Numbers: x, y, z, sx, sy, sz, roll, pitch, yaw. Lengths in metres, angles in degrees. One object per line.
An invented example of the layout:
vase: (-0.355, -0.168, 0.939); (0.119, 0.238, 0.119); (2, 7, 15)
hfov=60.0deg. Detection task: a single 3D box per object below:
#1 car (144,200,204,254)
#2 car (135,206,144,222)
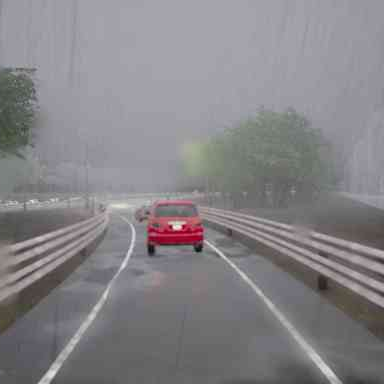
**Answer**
car: (-0.863, 1.374, 14.496); (2.150, 2.045, 5.566); (0, -1, -7)
car: (-3.992, 1.909, 29.908); (1.994, 1.385, 4.181); (0, -1, -16)
